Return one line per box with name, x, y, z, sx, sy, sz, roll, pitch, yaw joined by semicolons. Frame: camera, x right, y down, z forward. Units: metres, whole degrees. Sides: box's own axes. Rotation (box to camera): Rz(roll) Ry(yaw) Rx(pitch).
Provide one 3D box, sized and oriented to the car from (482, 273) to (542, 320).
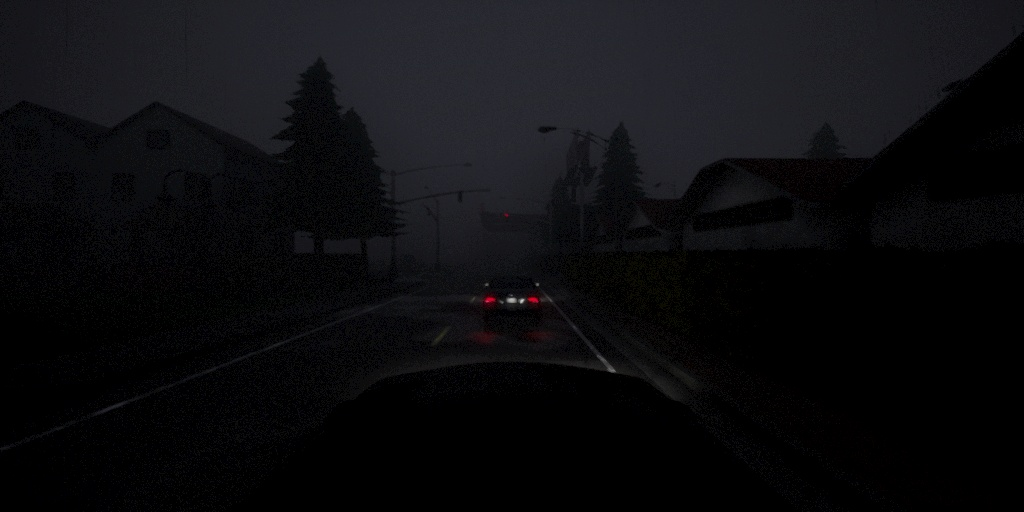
car;0.007;1.284;12.476;2.033;1.411;5.357;0;0;0
